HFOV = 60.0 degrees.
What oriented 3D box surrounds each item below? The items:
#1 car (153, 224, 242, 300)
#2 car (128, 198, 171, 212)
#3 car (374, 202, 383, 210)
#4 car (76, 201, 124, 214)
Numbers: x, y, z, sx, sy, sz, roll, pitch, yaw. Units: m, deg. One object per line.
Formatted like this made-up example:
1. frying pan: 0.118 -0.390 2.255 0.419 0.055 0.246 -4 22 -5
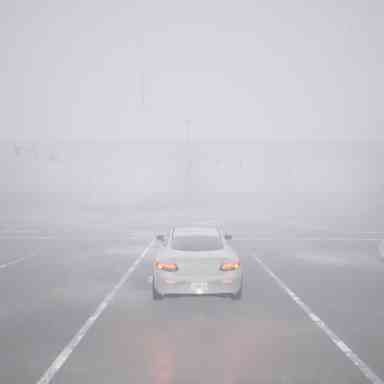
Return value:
1. car: 0.071 1.527 8.277 1.812 1.442 4.674 0 0 -1
2. car: -4.960 1.477 38.675 5.008 1.535 1.882 0 0 2
3. car: 23.290 1.397 37.918 4.674 1.442 1.812 -1 0 2
4. car: -9.759 1.601 35.302 4.718 1.301 1.895 0 0 2
